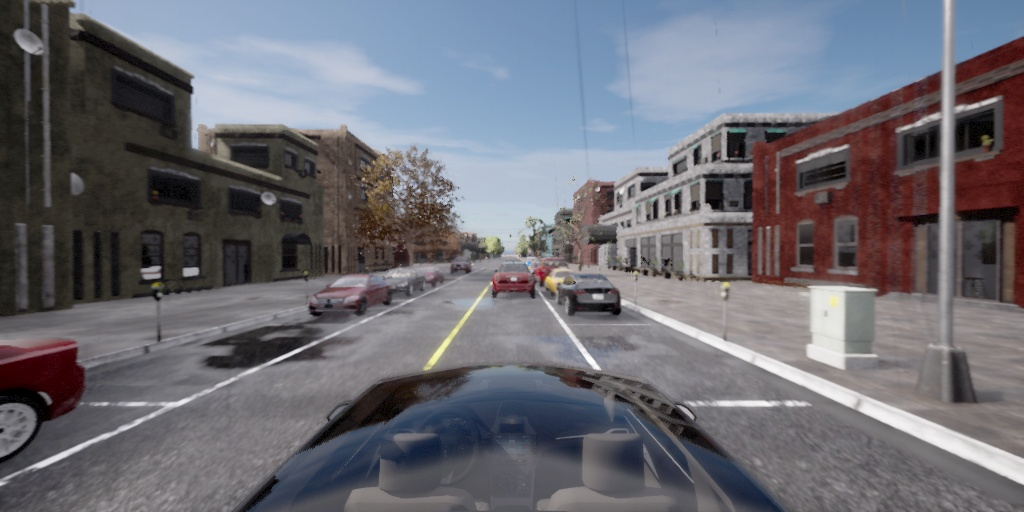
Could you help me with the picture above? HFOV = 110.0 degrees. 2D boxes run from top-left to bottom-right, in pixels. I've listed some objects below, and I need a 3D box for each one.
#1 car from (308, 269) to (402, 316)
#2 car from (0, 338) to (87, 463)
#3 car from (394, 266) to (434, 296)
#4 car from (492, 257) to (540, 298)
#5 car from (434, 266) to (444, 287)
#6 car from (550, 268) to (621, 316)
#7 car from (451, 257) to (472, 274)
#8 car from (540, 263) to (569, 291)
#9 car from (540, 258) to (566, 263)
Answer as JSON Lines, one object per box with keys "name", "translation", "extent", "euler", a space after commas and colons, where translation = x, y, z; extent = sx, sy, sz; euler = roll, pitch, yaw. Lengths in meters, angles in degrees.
{"name": "car", "translation": [-5.689, 1.324, 13.218], "extent": [1.802, 1.307, 4.207], "euler": [0, 0, 0]}
{"name": "car", "translation": [-5.686, 1.297, 2.122], "extent": [1.888, 1.381, 4.507], "euler": [0, 0, 0]}
{"name": "car", "translation": [-5.691, 1.287, 18.767], "extent": [2.007, 1.370, 4.403], "euler": [0, 0, 0]}
{"name": "car", "translation": [0.091, 1.086, 18.560], "extent": [2.097, 1.767, 4.553], "euler": [0, 0, 0]}
{"name": "car", "translation": [-5.692, 1.314, 24.316], "extent": [1.802, 1.307, 4.207], "euler": [0, 0, 0]}
{"name": "car", "translation": [2.691, 1.305, 13.223], "extent": [1.948, 1.339, 4.313], "euler": [0, 0, 0]}
{"name": "car", "translation": [-5.697, 1.031, 40.960], "extent": [2.192, 1.841, 5.009], "euler": [0, 0, 0]}
{"name": "car", "translation": [2.691, 1.259, 18.940], "extent": [1.751, 1.417, 4.829], "euler": [0, 0, 0]}
{"name": "car", "translation": [2.688, 1.043, 24.320], "extent": [2.192, 1.841, 5.009], "euler": [0, 0, 0]}
